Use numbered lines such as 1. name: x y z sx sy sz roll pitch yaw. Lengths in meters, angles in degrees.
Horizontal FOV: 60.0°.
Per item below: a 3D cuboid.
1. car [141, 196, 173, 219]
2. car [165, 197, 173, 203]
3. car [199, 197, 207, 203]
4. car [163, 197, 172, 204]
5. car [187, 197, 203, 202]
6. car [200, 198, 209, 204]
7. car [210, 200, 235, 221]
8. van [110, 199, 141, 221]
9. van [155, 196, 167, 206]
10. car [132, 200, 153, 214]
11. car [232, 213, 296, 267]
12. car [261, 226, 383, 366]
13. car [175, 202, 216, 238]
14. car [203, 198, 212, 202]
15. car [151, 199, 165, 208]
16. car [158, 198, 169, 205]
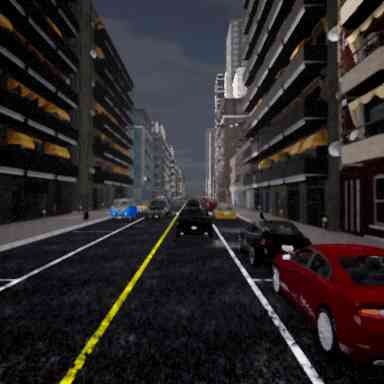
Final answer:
1. car: -2.998 1.505 30.230 2.097 1.767 4.553 0 0 0
2. car: -5.672 2.028 83.284 1.802 1.307 4.206 0 0 0
3. car: 2.709 2.012 83.271 1.947 1.339 4.313 0 0 0
4. car: -5.673 1.980 77.761 1.947 1.339 4.313 0 0 0
5. car: 0.107 1.730 43.874 1.837 1.490 4.892 0 -1 0
6. car: 2.708 1.949 72.224 1.947 1.339 4.313 0 0 0
7. car: 2.703 1.670 28.207 1.752 1.417 4.829 0 0 0
8. van: -5.676 1.485 28.051 1.690 1.788 3.998 1 0 0
9. van: -5.673 1.662 61.192 1.690 1.788 3.998 0 0 0
10. car: -5.677 1.726 38.928 1.752 1.417 4.829 0 0 0
11. car: 2.700 1.624 11.467 1.947 1.339 4.313 0 0 0
12. car: 2.700 1.575 5.944 1.887 1.381 4.507 0 0 0
13. car: 0.101 1.572 18.439 1.882 1.535 5.008 0 0 0
14. car: 2.704 1.813 44.607 1.802 1.307 4.206 0 0 0
15. car: -5.675 1.857 55.667 1.947 1.339 4.313 0 0 0
16. car: -5.674 1.897 66.714 1.887 1.381 4.507 0 0 0
